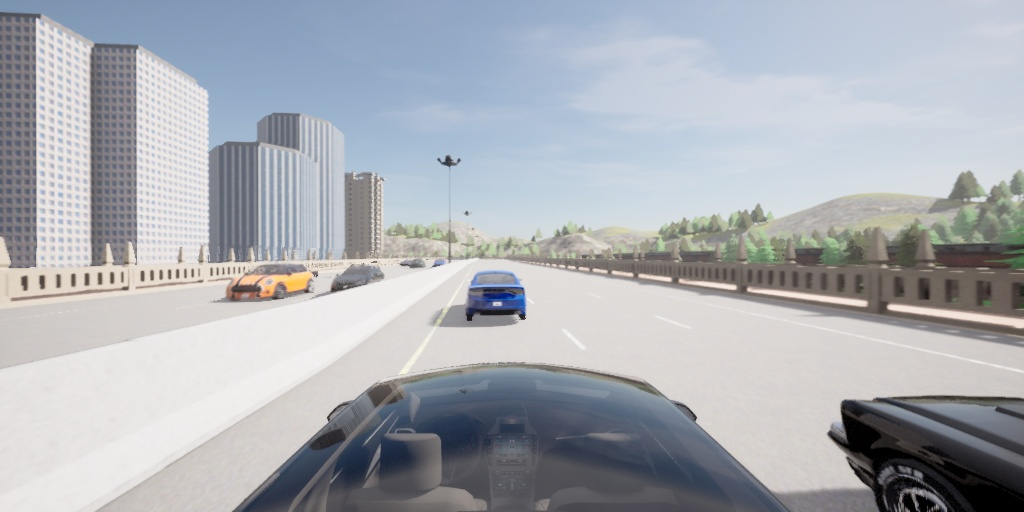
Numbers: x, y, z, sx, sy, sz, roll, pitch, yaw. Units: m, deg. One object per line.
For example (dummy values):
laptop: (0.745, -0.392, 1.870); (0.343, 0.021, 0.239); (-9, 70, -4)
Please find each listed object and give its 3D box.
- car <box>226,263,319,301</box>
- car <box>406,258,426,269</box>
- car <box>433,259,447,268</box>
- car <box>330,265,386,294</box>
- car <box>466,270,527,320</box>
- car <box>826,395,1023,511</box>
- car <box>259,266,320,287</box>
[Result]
car: (-11.749, 1.152, 17.757); (2.097, 1.767, 4.553); (0, 0, -5)
car: (-15.464, 1.168, 58.785); (2.097, 1.767, 4.553); (0, 0, -5)
car: (-12.083, 1.279, 60.262); (1.882, 1.535, 5.008); (0, 0, -5)
car: (-8.449, 1.291, 20.103); (1.837, 1.490, 4.892); (0, 0, -5)
car: (-0.613, 1.231, 12.790); (1.882, 1.535, 5.008); (0, 0, -4)
car: (3.493, 1.336, 0.750); (1.895, 1.301, 4.718); (0, 0, 0)
car: (-16.034, 1.418, 26.152); (1.895, 1.301, 4.718); (0, 0, -5)
